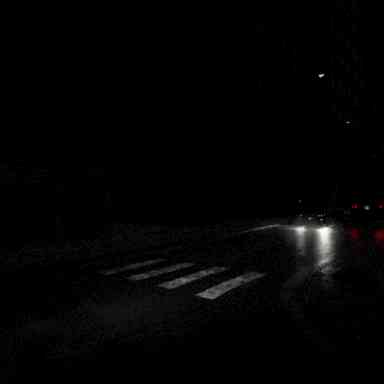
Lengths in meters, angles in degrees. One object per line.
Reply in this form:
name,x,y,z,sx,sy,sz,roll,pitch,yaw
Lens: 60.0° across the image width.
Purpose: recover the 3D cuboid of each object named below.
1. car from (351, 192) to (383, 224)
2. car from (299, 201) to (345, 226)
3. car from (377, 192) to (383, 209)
car,12.429,1.056,22.367,2.150,2.045,5.566,-2,-1,40
car,8.972,1.419,22.824,1.837,1.490,4.892,-2,-1,40
car,25.209,1.031,42.002,2.150,2.045,5.566,-2,-1,40
